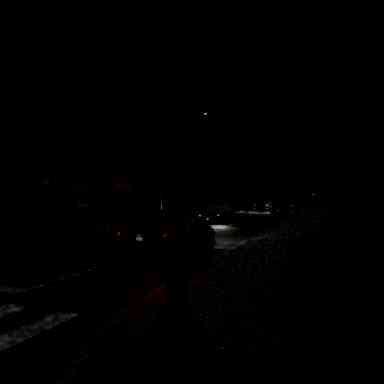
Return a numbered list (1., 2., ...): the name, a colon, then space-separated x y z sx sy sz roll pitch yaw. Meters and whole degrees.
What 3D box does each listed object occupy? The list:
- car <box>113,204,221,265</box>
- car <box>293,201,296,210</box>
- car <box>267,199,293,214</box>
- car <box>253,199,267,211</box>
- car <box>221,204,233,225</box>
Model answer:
1. car: -0.762 1.410 11.739 2.097 1.767 4.553 0 0 22
2. car: 14.522 1.967 49.960 1.895 1.301 4.718 0 -1 22
3. car: 10.633 1.786 40.097 1.837 1.490 4.892 0 -1 22
4. car: 9.774 1.685 45.501 2.097 1.767 4.553 0 -1 22
5. car: 1.989 1.696 26.288 1.812 1.442 4.674 0 0 22
